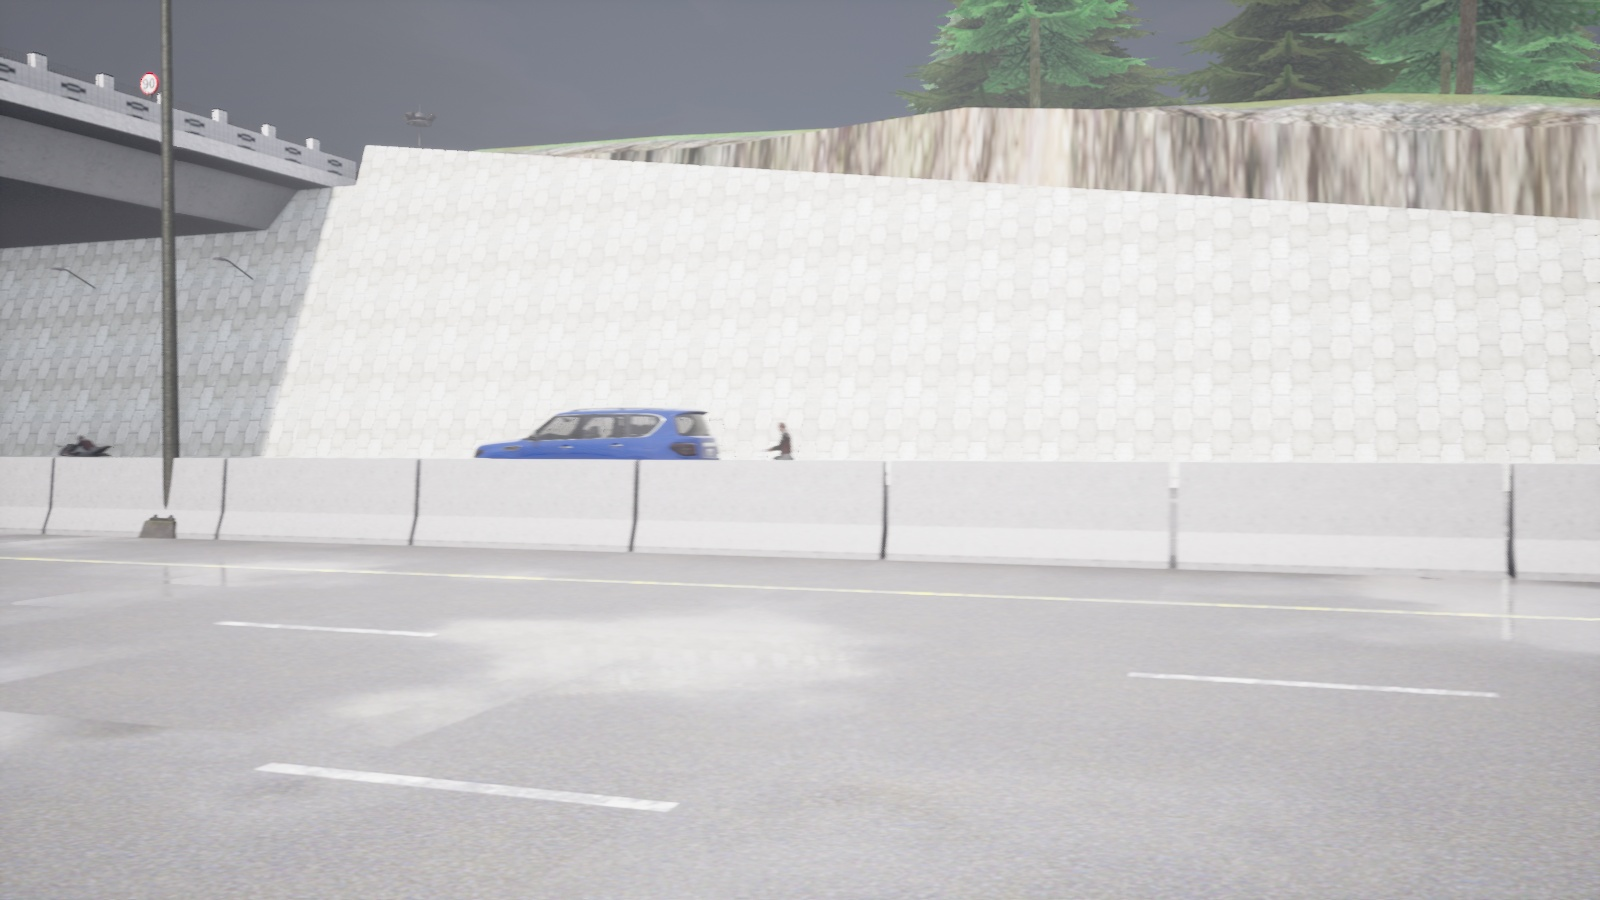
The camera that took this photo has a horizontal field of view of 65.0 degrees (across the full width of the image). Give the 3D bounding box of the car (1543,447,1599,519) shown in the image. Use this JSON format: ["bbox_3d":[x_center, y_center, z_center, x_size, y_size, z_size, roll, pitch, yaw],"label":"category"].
[{"bbox_3d":[16.764,0.615,23.401,4.718,1.301,1.895,1,1,19],"label":"car"}]

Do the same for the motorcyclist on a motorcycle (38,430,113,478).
[{"bbox_3d":[-23.415,0.123,40.611,2.191,1.530,0.866,0,1,19],"label":"motorcyclist on a motorcycle"}]

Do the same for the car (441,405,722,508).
[{"bbox_3d":[-4.664,0.097,26.912,5.566,2.045,2.150,1,1,19],"label":"car"}]
